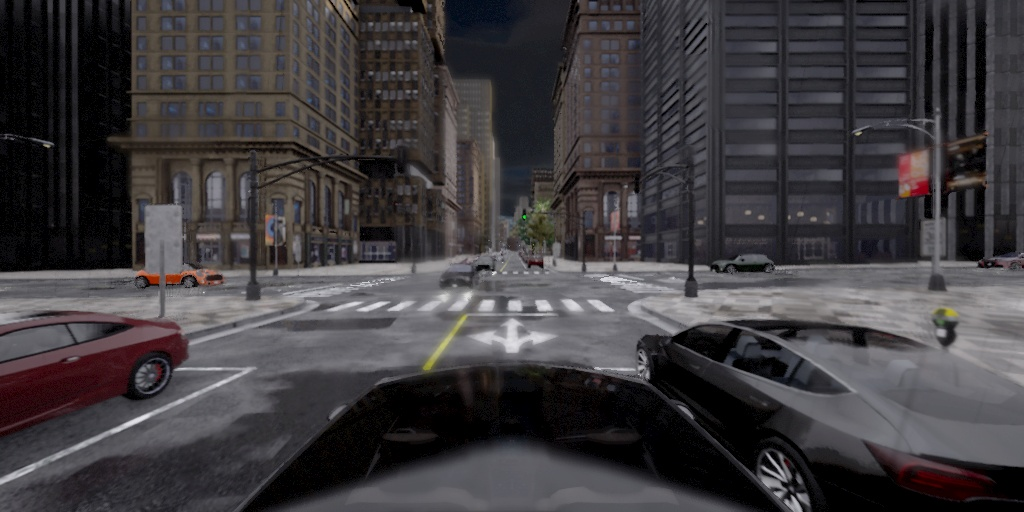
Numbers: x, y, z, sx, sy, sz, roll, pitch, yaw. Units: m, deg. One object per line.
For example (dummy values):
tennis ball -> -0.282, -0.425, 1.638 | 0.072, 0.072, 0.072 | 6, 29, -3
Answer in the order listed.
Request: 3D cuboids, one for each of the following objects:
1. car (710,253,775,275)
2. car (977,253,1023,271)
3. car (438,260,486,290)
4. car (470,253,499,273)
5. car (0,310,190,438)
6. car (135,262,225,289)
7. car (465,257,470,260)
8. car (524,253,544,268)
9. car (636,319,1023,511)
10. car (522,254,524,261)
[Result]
car -> 19.074, 0.604, 29.892 | 4.553, 1.767, 2.097 | -1, 0, 0
car -> 41.659, 0.470, 29.759 | 4.181, 1.385, 1.994 | -1, 0, 1
car -> -2.949, 1.148, 21.279 | 2.033, 1.411, 5.357 | -1, 0, 1
car -> -2.753, 0.739, 37.220 | 2.097, 1.767, 4.553 | 0, 0, 0
car -> -5.760, 1.316, 3.800 | 1.802, 1.307, 4.207 | 0, 0, 0
car -> -21.532, 1.178, 23.381 | 4.553, 1.767, 2.097 | -1, 0, 0
car -> -5.435, 0.863, 47.167 | 1.888, 1.381, 4.507 | 0, 0, 0
car -> 3.090, 0.633, 47.101 | 2.192, 1.841, 5.009 | 0, 0, 0
car -> 2.766, 1.300, 3.782 | 1.948, 1.339, 4.313 | 0, 0, 0
car -> 3.222, 0.696, 63.723 | 1.948, 1.339, 4.313 | 0, 0, 0
